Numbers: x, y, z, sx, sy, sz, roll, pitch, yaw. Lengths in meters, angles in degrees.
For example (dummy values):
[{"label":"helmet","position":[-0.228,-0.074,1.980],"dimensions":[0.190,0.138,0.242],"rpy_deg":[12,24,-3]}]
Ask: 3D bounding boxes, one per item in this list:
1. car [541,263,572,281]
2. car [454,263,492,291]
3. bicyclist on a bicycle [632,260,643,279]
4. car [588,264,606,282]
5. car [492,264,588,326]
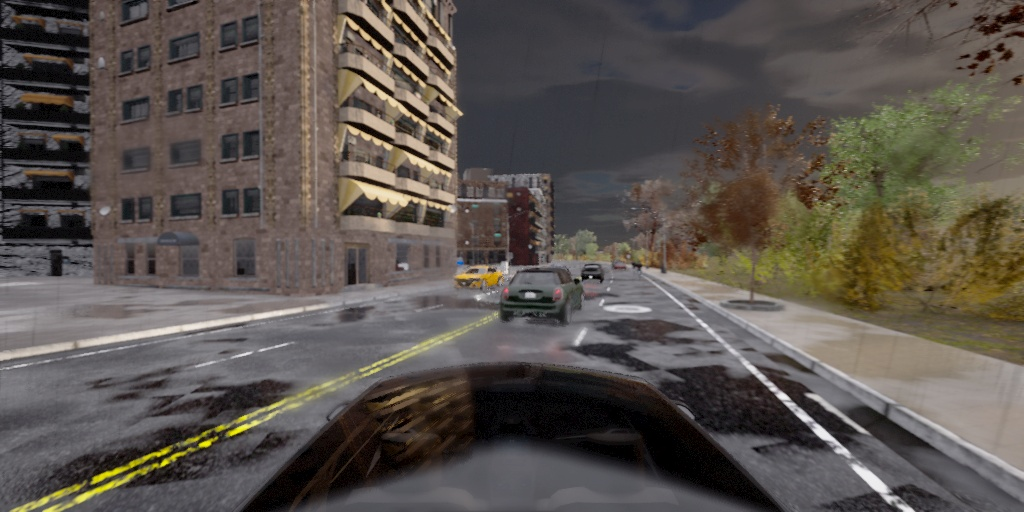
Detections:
[{"label":"car","position":[4.339,1.475,34.194],"dimensions":[2.128,1.511,4.902],"rpy_deg":[0,-1,16]},{"label":"car","position":[-2.131,1.414,23.964],"dimensions":[1.882,1.535,5.008],"rpy_deg":[0,-1,17]},{"label":"bicyclist on a bicycle","position":[12.155,1.311,34.263],"dimensions":[0.659,1.776,1.843],"rpy_deg":[0,0,16]},{"label":"car","position":[7.039,1.449,31.176],"dimensions":[1.837,1.490,4.892],"rpy_deg":[0,0,16]},{"label":"car","position":[1.204,1.179,12.400],"dimensions":[2.097,1.767,4.553],"rpy_deg":[0,-1,18]}]
